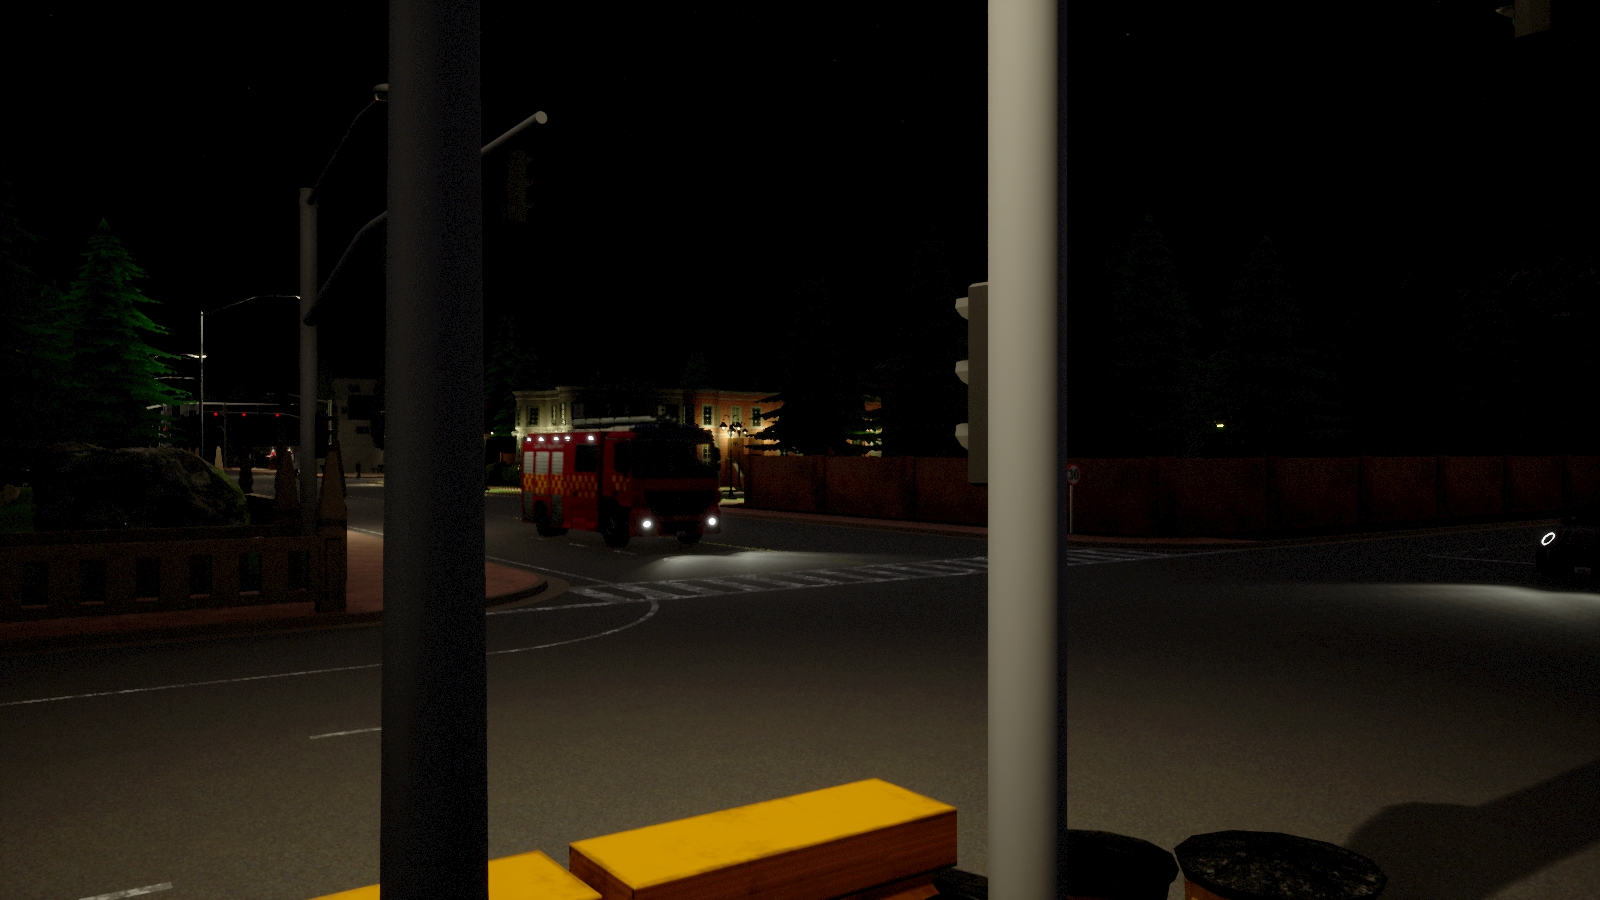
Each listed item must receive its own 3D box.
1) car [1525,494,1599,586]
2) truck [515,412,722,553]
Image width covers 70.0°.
[{"bbox_3d":[18.010,1.906,24.946,4.553,1.767,2.097,0,0,-35],"label":"car"},{"bbox_3d":[-5.846,0.890,35.293,2.891,3.827,8.468,0,0,-35],"label":"truck"}]
